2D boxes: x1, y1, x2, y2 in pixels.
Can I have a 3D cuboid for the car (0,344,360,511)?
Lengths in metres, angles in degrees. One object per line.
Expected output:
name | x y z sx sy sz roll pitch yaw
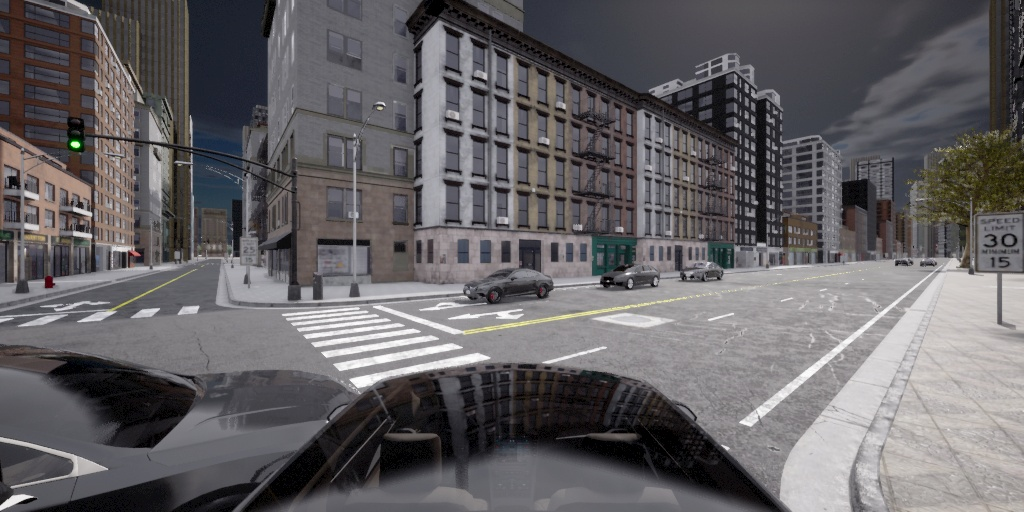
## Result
car | -3.224 1.257 1.765 4.892 1.490 1.837 0 0 -35

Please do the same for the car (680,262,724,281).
car | 15.633 1.235 29.451 4.902 1.511 2.128 0 0 -39

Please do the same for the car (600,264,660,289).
car | 7.629 1.258 22.972 4.892 1.490 1.837 0 0 -39

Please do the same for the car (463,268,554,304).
car | -0.056 1.286 16.740 4.674 1.442 1.812 0 0 -39
